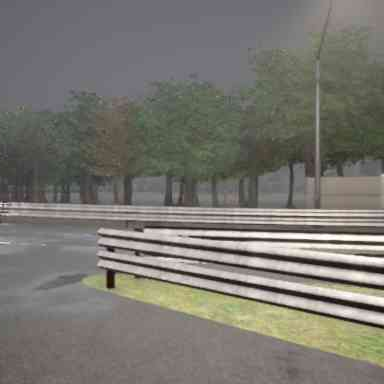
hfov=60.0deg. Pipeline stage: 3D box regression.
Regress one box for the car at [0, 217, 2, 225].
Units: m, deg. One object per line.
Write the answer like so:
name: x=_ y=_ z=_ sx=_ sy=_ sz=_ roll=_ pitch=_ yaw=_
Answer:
car: x=-12.436 y=1.501 z=17.158 sx=4.718 sy=1.301 sz=1.895 roll=1 pitch=0 yaw=15
